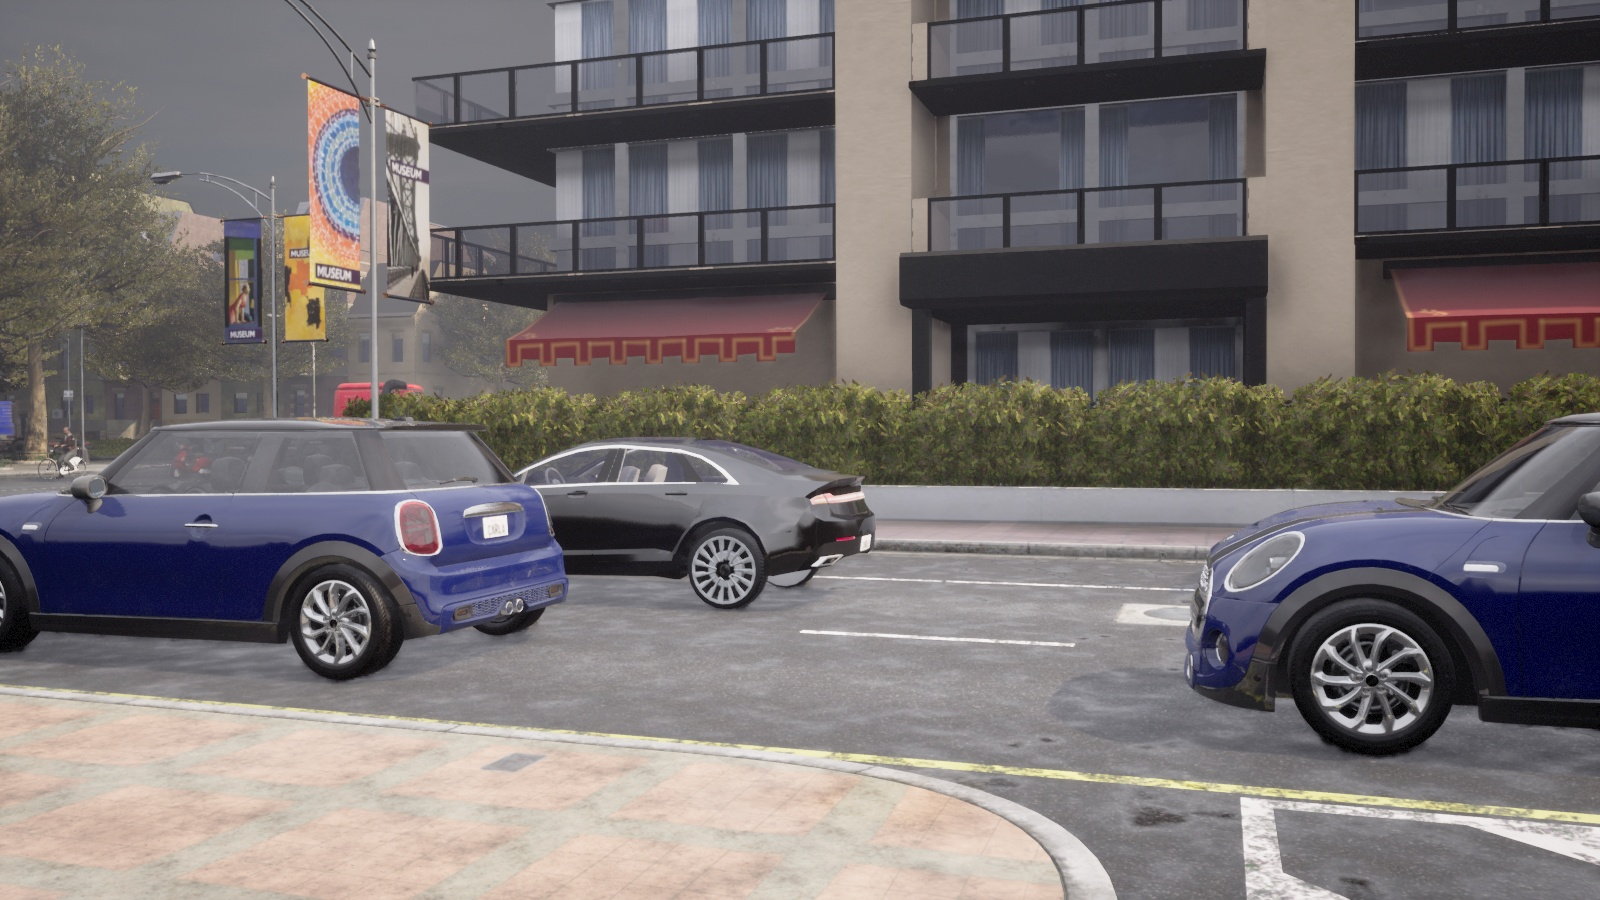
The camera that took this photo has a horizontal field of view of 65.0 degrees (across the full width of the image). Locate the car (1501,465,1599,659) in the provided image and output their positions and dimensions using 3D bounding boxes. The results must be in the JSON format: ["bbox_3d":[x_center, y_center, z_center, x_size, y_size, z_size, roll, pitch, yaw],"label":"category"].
[{"bbox_3d":[7.875,0.813,8.984,4.718,1.301,1.895,1,1,19],"label":"car"}]

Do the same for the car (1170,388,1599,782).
[{"bbox_3d":[4.327,0.598,6.484,4.553,1.767,2.097,1,1,18],"label":"car"}]

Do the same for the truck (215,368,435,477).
[{"bbox_3d":[-16.463,-0.931,44.303,2.891,3.462,7.936,1,1,18],"label":"truck"}]

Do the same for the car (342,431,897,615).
[{"bbox_3d":[-1.704,0.580,12.206,4.902,1.511,2.128,0,1,19],"label":"car"}]

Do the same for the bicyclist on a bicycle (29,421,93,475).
[{"bbox_3d":[-24.635,-0.070,41.903,0.659,1.776,1.843,1,1,18],"label":"bicyclist on a bicycle"}]

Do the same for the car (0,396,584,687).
[{"bbox_3d":[-4.142,0.519,9.333,4.553,1.767,2.097,1,1,19],"label":"car"}]

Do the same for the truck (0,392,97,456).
[{"bbox_3d":[-43.532,-1.448,70.141,7.936,3.462,2.891,1,1,19],"label":"truck"}]
